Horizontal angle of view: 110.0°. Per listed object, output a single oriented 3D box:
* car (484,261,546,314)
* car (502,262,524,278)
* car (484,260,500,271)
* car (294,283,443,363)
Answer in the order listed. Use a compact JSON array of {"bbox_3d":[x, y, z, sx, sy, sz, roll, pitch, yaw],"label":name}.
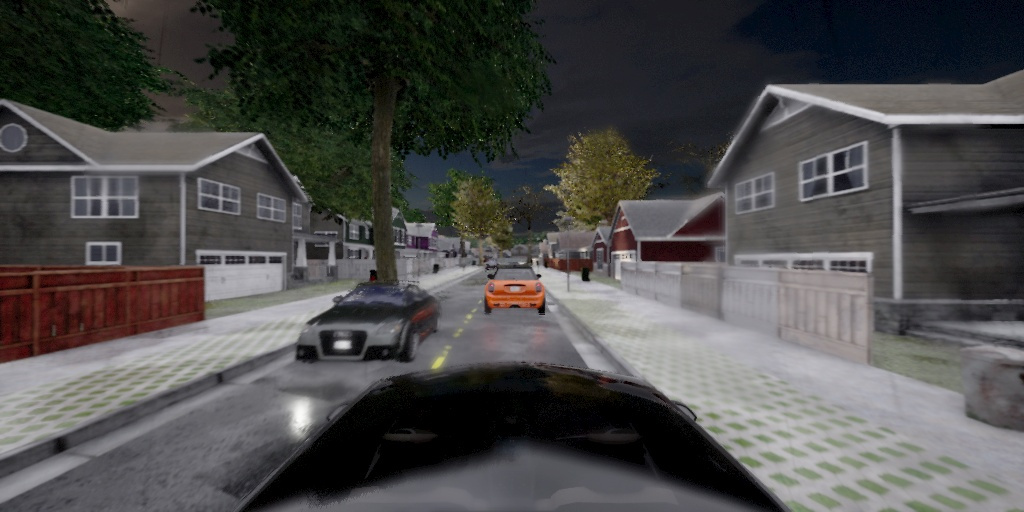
[{"bbox_3d":[0.099,1.108,13.947,2.097,1.767,4.553,0,0,0],"label":"car"},{"bbox_3d":[0.094,1.331,36.354,2.033,1.411,5.357,0,0,0],"label":"car"},{"bbox_3d":[-2.817,1.364,51.212,2.033,1.411,5.357,0,0,0],"label":"car"},{"bbox_3d":[-2.851,1.316,8.040,1.994,1.385,4.181,0,0,0],"label":"car"}]
